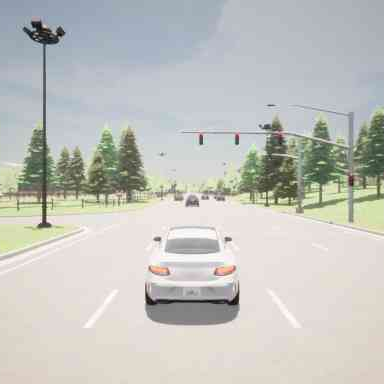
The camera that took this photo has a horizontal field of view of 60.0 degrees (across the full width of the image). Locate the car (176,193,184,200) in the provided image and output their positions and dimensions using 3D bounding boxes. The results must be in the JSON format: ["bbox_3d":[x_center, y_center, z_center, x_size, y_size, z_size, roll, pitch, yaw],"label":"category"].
[{"bbox_3d":[-3.360,1.187,92.848,2.097,1.767,4.553,0,0,0],"label":"car"}]

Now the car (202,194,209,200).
[{"bbox_3d":[3.640,1.355,93.251,2.097,1.767,4.553,0,0,0],"label":"car"}]

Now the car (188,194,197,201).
[{"bbox_3d":[0.125,1.347,82.840,2.097,1.767,4.553,0,0,0],"label":"car"}]

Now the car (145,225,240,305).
[{"bbox_3d":[0.018,1.526,7.937,1.812,1.442,4.674,0,0,0],"label":"car"}]

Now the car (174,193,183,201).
[{"bbox_3d":[-3.375,1.544,82.842,1.994,1.385,4.181,0,0,0],"label":"car"}]

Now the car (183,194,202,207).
[{"bbox_3d":[0.078,1.352,51.810,2.097,1.767,4.553,0,0,0],"label":"car"}]

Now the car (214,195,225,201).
[{"bbox_3d":[7.124,1.517,82.442,2.128,1.511,4.902,0,0,0],"label":"car"}]

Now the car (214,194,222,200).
[{"bbox_3d":[7.140,1.385,92.862,1.994,1.385,4.181,0,0,0],"label":"car"}]

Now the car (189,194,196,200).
[{"bbox_3d":[0.140,1.332,92.873,1.837,1.490,4.892,0,0,0],"label":"car"}]
